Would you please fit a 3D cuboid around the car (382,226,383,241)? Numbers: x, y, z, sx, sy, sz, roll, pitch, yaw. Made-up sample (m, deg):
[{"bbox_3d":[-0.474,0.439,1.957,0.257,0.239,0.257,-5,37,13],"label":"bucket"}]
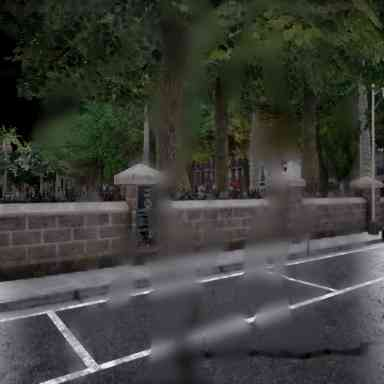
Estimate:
[{"bbox_3d":[9.735,1.310,13.479,5.009,1.841,2.192,0,0,-36],"label":"car"}]
